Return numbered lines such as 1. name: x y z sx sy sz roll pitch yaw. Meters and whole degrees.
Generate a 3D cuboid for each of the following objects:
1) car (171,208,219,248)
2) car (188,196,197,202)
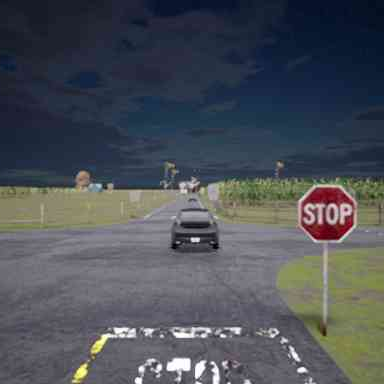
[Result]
1. car: 0.127 1.485 14.581 1.837 1.490 4.892 0 0 0
2. car: 0.131 1.451 73.436 1.895 1.301 4.718 0 0 0
